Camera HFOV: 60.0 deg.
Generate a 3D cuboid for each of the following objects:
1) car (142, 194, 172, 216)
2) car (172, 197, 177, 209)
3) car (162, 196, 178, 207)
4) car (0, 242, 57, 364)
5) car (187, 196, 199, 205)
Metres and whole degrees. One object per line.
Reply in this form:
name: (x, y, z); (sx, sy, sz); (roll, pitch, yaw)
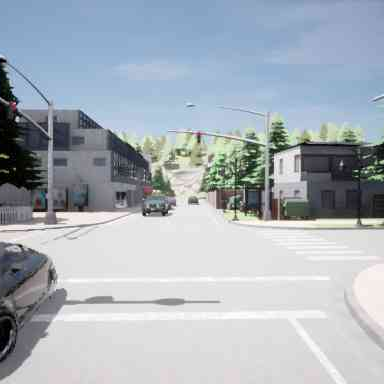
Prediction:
car: (-3.525, 1.221, 32.674); (2.150, 2.045, 5.566); (0, 0, 0)
car: (-3.499, 1.491, 42.724); (2.128, 1.511, 4.902); (0, 0, 0)
car: (-3.459, 1.491, 52.992); (2.128, 1.511, 4.902); (0, 0, 0)
car: (-3.650, 1.564, 5.473); (1.994, 1.385, 4.181); (0, 0, -9)
car: (0.239, 1.505, 59.528); (1.837, 1.490, 4.892); (0, 0, 0)
